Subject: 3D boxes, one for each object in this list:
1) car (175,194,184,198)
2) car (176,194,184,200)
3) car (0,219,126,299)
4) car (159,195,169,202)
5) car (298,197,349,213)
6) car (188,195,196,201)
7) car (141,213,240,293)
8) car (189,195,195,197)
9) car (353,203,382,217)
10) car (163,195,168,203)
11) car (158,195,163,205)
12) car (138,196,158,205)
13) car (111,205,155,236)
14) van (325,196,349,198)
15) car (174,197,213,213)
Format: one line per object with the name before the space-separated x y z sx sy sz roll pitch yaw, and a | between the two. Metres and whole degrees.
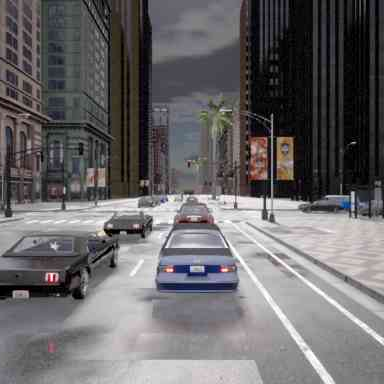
car | -3.300 1.521 80.429 1.812 1.442 4.674 0 0 0
car | -3.306 1.316 90.433 1.882 1.535 5.008 0 0 0
car | -3.154 1.600 8.362 1.895 1.301 4.718 0 0 0
car | -6.548 1.529 77.740 1.812 1.442 4.674 0 0 0
car | 13.717 1.509 35.504 4.674 1.442 1.812 0 0 2
car | -0.054 1.545 87.338 2.033 1.411 5.357 0 0 0
car | 0.097 1.547 8.991 2.033 1.411 5.357 0 0 0
car | 0.044 1.528 53.873 1.812 1.442 4.674 0 0 0
car | 17.053 1.549 29.648 4.403 1.369 2.008 0 0 0
car | -6.554 1.481 67.574 1.882 1.535 5.008 0 0 0
car | -6.613 1.507 58.070 1.837 1.490 4.892 0 0 0
car | -6.621 1.354 48.840 2.097 1.767 4.553 0 0 0
car | -3.165 1.600 17.530 1.895 1.301 4.718 0 0 0
van | 17.043 1.315 38.172 3.998 1.788 1.690 0 0 0
car | 0.109 1.352 18.435 2.097 1.767 4.553 0 0 0
